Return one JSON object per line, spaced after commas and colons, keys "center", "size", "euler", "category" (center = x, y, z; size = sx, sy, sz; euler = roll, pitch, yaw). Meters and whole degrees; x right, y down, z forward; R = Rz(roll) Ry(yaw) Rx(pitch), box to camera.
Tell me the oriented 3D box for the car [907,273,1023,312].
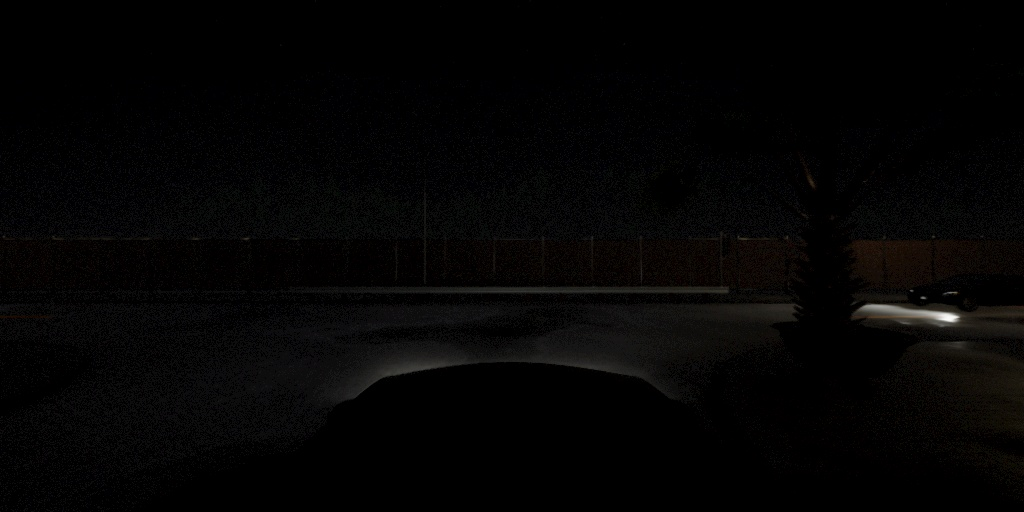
{"center": [19.096, 1.428, 14.629], "size": [4.674, 1.442, 1.812], "euler": [0, -1, 0], "category": "car"}
